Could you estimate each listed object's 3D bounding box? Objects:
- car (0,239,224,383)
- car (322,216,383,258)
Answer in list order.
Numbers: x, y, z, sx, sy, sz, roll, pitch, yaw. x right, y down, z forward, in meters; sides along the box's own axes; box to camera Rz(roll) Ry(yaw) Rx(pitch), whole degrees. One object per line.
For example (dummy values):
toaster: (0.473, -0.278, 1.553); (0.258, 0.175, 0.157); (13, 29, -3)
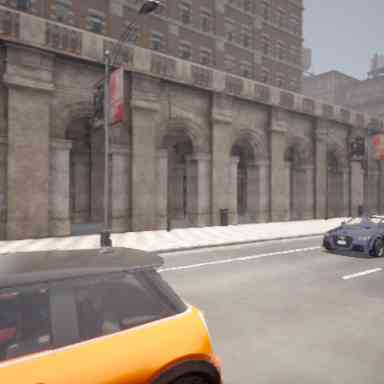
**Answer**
car: (-1.981, 1.351, 2.569); (4.553, 1.767, 2.097); (1, 0, -36)
car: (7.141, 1.688, 13.418); (4.181, 1.385, 1.994); (1, 0, -35)
